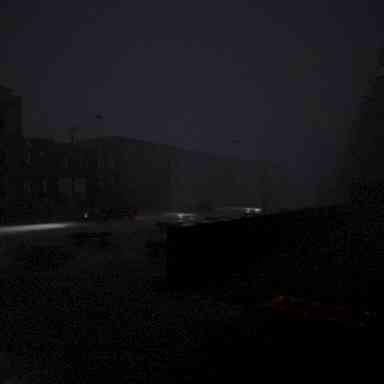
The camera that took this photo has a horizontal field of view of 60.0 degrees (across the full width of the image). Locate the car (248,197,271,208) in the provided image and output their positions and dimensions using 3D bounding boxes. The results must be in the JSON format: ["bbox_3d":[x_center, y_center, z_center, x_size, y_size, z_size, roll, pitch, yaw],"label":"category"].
[{"bbox_3d":[9.903,1.467,48.919,1.882,1.535,5.008,0,0,36],"label":"car"}]

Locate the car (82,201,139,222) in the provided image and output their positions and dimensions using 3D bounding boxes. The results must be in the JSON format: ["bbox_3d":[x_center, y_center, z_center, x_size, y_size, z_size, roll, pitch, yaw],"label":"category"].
[{"bbox_3d":[-6.352,1.480,26.386,2.128,1.511,4.902,0,0,36],"label":"car"}]

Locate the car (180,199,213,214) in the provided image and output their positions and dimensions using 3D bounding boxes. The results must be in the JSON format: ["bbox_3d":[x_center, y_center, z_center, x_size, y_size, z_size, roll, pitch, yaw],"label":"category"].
[{"bbox_3d":[0.590,1.514,36.070,1.812,1.442,4.674,0,0,35],"label":"car"}]
